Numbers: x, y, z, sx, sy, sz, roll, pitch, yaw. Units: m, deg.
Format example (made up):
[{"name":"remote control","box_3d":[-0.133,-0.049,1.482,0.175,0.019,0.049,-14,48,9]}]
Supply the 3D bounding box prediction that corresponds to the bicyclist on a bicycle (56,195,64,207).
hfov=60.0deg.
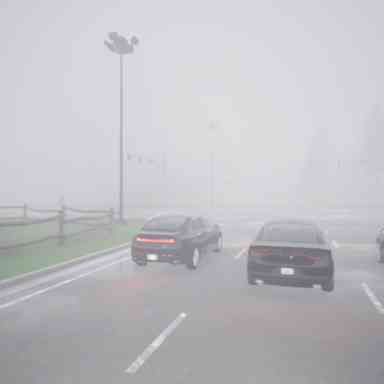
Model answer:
[{"name":"bicyclist on a bicycle","box_3d":[-18.492,1.230,46.644,0.582,1.620,1.656,0,0,-3]}]

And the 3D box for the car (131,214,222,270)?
[{"name":"car","box_3d":[-0.295,1.490,11.179,1.837,1.490,4.892,0,0,18]}]

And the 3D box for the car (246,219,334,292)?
[{"name":"car","box_3d":[2.725,1.467,9.147,1.882,1.535,5.008,0,0,18]}]

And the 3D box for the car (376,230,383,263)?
[{"name":"car","box_3d":[6.250,1.470,8.664,1.882,1.535,5.008,0,0,18]}]

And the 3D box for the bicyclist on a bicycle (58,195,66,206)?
[{"name":"bicyclist on a bicycle","box_3d":[-18.048,1.230,46.665,0.582,1.620,1.656,0,0,-3]}]
